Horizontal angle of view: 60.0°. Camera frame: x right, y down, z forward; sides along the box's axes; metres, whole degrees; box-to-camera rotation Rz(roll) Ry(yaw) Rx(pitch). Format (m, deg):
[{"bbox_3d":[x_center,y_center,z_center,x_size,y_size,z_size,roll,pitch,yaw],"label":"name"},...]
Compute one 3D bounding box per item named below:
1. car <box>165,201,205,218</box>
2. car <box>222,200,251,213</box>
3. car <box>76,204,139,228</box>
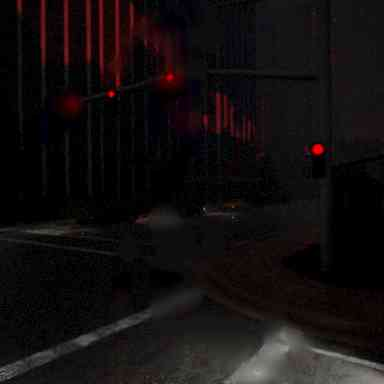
[{"bbox_3d":[-0.580,1.698,32.274,1.837,1.490,4.892,-1,-1,36],"label":"car"},{"bbox_3d":[5.499,1.669,40.745,1.882,1.535,5.008,-1,-1,36],"label":"car"},{"bbox_3d":[-6.126,1.671,24.537,1.882,1.535,5.008,-1,-1,36],"label":"car"}]
